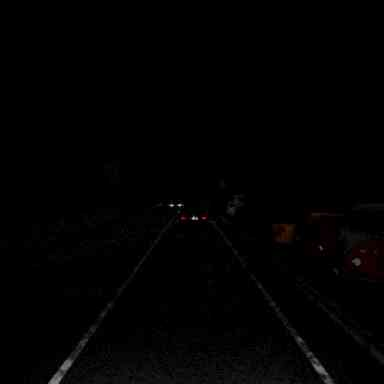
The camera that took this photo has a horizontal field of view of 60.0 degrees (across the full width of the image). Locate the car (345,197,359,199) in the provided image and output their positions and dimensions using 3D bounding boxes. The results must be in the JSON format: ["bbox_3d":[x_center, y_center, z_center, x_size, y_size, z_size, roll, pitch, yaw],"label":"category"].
[{"bbox_3d":[18.490,1.514,33.015,5.366,1.575,1.946,0,0,0],"label":"car"}]

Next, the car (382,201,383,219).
[{"bbox_3d":[18.654,1.529,27.444,4.792,1.488,2.163,0,0,0],"label":"car"}]

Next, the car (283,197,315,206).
[{"bbox_3d":[18.662,1.657,58.076,5.008,1.535,2.097,0,-1,0],"label":"car"}]

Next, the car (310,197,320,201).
[{"bbox_3d":[18.634,1.430,44.153,4.553,1.767,2.185,0,0,0],"label":"car"}]

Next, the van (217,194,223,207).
[{"bbox_3d":[5.473,1.308,38.504,4.442,1.987,1.878,0,0,0],"label":"van"}]

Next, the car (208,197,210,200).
[{"bbox_3d":[5.614,1.355,52.519,5.566,2.045,2.435,0,0,0],"label":"car"}]

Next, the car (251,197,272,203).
[{"bbox_3d":[18.690,2.055,89.707,5.008,1.535,2.097,0,-1,0],"label":"car"}]

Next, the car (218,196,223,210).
[{"bbox_3d":[5.586,1.526,35.699,4.892,1.521,2.231,0,0,0],"label":"car"}]

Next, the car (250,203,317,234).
[{"bbox_3d":[5.616,1.474,16.076,5.008,1.535,2.097,0,0,0],"label":"car"}]

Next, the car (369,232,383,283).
[{"bbox_3d":[5.610,1.503,4.867,4.792,1.488,2.163,0,0,0],"label":"car"}]

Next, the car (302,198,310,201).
[{"bbox_3d":[18.667,1.626,49.721,4.674,1.452,2.002,0,0,0],"label":"car"}]

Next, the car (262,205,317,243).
[{"bbox_3d":[5.811,1.470,13.277,5.366,1.575,1.946,0,0,0],"label":"car"}]

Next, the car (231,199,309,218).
[{"bbox_3d":[5.604,1.491,24.482,4.892,1.521,2.231,0,0,0],"label":"car"}]

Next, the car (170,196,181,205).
[{"bbox_3d":[-3.268,1.665,67.552,2.097,1.767,4.553,0,-1,0],"label":"car"}]

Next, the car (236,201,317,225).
[{"bbox_3d":[5.583,1.512,21.684,4.792,1.488,2.163,0,0,0],"label":"car"}]

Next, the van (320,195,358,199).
[{"bbox_3d":[18.783,1.318,41.373,4.442,1.987,1.878,0,0,0],"label":"van"}]

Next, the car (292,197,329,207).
[{"bbox_3d":[18.670,1.606,52.508,5.008,1.535,2.097,0,-1,0],"label":"car"}]

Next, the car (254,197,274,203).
[{"bbox_3d":[18.681,2.055,86.559,4.674,1.452,2.002,0,-1,0],"label":"car"}]

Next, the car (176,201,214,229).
[{"bbox_3d":[0.096,1.563,21.570,2.033,1.411,5.357,0,0,0],"label":"car"}]

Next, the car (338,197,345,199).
[{"bbox_3d":[18.669,1.566,35.800,4.674,1.452,2.002,0,0,0],"label":"car"}]

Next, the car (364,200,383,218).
[{"bbox_3d":[18.673,1.508,30.229,5.008,1.535,2.097,0,0,0],"label":"car"}]

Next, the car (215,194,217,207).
[{"bbox_3d":[5.555,1.417,41.308,4.553,1.767,2.185,0,0,0],"label":"car"}]

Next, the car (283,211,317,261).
[{"bbox_3d":[5.659,1.503,10.473,4.792,1.488,2.163,0,0,0],"label":"car"}]

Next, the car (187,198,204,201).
[{"bbox_3d":[0.091,1.575,42.582,2.128,1.511,4.902,0,0,0],"label":"car"}]

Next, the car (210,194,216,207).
[{"bbox_3d":[5.614,1.304,44.109,5.566,2.045,2.435,0,0,0],"label":"car"}]

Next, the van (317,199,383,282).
[{"bbox_3d":[5.518,1.247,7.670,4.442,1.987,1.878,0,0,0],"label":"van"}]

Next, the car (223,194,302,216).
[{"bbox_3d":[5.632,1.247,27.290,5.566,2.045,2.435,0,0,0],"label":"car"}]

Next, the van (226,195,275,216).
[{"bbox_3d":[5.712,1.290,32.897,4.442,1.987,1.878,0,0,0],"label":"van"}]
